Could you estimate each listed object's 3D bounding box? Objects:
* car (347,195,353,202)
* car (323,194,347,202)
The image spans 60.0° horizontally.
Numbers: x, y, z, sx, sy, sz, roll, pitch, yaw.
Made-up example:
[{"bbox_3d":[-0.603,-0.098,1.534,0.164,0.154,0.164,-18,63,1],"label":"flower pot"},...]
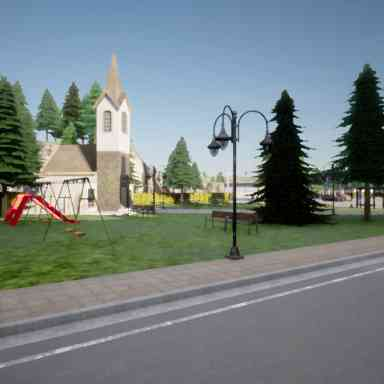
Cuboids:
[{"bbox_3d":[33.159,1.345,74.396,2.152,1.636,5.027,0,0,-34],"label":"car"},{"bbox_3d":[30.587,1.355,72.599,2.007,1.523,4.514,0,0,-34],"label":"car"}]
